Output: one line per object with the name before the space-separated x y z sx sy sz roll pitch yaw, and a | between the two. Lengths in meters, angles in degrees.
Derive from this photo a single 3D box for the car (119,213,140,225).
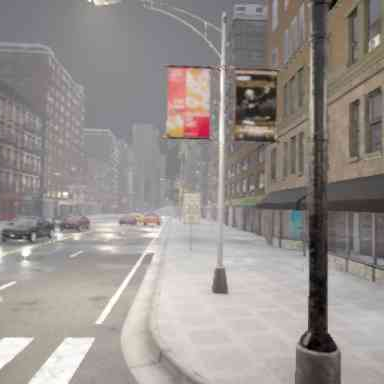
car | -8.743 3.815 45.522 1.994 1.385 4.181 1 -3 -3

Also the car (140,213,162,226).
car | -5.558 3.716 46.405 2.097 1.767 4.553 1 -3 -3

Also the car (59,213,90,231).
car | -11.494 3.008 32.869 1.882 1.535 5.008 1 -3 -3

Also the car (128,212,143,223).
car | -9.295 4.237 55.527 1.882 1.535 5.008 1 -3 -3

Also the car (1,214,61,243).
car | -10.933 2.468 22.499 1.882 1.535 5.008 1 -3 -3

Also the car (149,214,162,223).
car | -6.181 4.475 56.492 1.895 1.301 4.718 1 -3 -3

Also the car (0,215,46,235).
car | -14.530 2.756 28.799 1.837 1.490 4.892 1 -3 -3

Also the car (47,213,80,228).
car | -15.068 3.280 39.196 2.128 1.511 4.902 1 -3 -3
